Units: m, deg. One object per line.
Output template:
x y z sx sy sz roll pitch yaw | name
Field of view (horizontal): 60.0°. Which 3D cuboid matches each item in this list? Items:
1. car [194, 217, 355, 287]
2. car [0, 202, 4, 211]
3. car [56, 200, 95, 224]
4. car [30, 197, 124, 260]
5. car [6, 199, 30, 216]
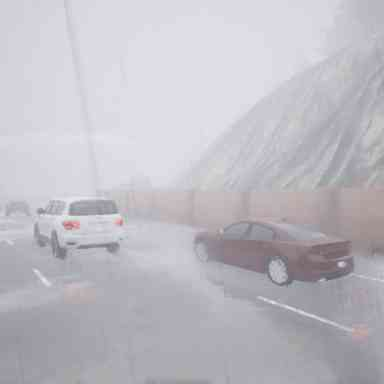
1.981 1.467 9.540 1.882 1.535 5.008 0 0 -34 | car
-22.772 1.523 37.565 1.994 1.385 4.181 0 0 -19 | car
-9.254 1.478 26.080 1.837 1.490 4.892 -1 1 -32 | car
-4.488 1.205 12.801 2.150 2.045 5.566 0 0 -34 | car
-16.861 1.467 32.328 1.837 1.490 4.892 -1 0 -26 | car
